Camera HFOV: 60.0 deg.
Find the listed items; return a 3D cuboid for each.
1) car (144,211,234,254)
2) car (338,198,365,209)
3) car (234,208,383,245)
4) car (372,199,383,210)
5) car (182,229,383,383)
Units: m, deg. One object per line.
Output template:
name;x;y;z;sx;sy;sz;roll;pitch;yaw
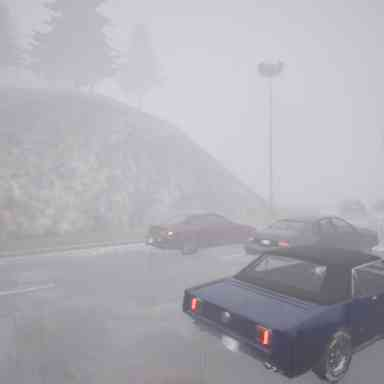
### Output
car;0.450;1.459;12.687;4.674;1.442;1.812;-1;0;-36
car;15.112;1.298;31.621;1.994;1.385;4.181;0;0;18
car;4.114;1.463;11.029;5.357;1.411;2.033;-1;0;-37
car;19.539;1.297;33.071;1.895;1.301;4.718;0;0;12
car;2.275;1.558;5.370;4.718;1.301;1.895;-1;0;-36
